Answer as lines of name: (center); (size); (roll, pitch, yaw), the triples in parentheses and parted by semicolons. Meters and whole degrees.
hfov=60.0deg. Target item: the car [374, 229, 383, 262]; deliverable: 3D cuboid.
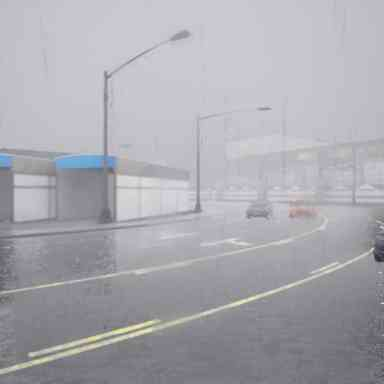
car: (7.553, 1.563, 11.251); (1.812, 1.442, 4.674); (0, -1, 41)

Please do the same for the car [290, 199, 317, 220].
car: (9.711, 1.433, 28.977); (2.097, 1.767, 4.553); (0, 0, 19)

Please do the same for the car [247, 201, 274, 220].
car: (6.074, 1.585, 29.151); (1.837, 1.490, 4.892); (1, 0, 21)
